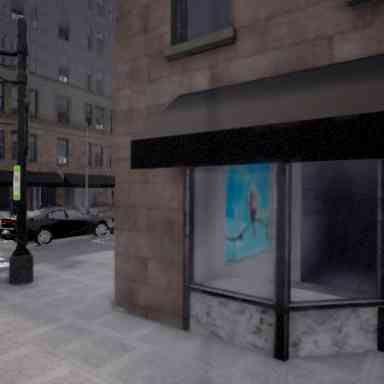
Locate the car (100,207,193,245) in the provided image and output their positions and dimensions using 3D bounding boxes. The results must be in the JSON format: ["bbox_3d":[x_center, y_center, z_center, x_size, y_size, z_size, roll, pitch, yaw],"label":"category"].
[{"bbox_3d":[-2.050,1.517,16.243,2.008,1.369,4.403,1,0,35],"label":"car"}]

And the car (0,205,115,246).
[{"bbox_3d":[-6.010,1.420,15.219,1.882,1.535,5.008,0,0,32],"label":"car"}]

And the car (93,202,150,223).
[{"bbox_3d":[-5.309,1.486,25.520,1.802,1.307,4.206,1,0,35],"label":"car"}]

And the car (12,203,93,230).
[{"bbox_3d":[-8.596,1.467,20.885,1.947,1.339,4.313,1,0,35],"label":"car"}]
